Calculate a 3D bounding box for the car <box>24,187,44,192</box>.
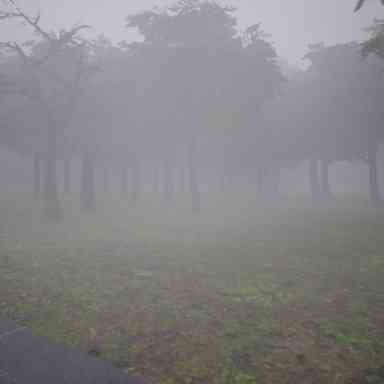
[{"bbox_3d":[-39.876,-0.579,84.239,2.128,1.511,4.902,-2,0,34],"label":"car"}]
